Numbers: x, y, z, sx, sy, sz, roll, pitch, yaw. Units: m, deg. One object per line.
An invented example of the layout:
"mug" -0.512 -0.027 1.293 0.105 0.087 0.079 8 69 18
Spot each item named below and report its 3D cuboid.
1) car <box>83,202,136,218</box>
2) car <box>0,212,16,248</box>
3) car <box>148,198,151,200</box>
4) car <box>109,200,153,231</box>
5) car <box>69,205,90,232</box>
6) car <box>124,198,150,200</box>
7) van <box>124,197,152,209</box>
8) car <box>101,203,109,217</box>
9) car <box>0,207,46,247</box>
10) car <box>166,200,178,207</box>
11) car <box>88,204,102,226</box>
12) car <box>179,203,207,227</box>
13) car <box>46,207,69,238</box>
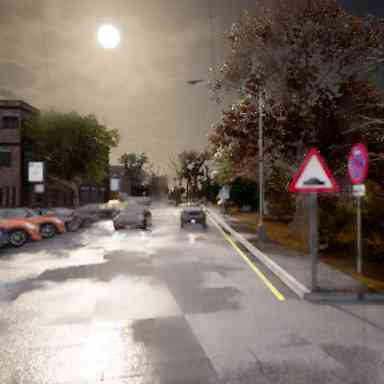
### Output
"car" -8.960 1.937 36.055 5.366 1.575 1.946 0 -1 -20
"car" -9.233 1.667 11.982 4.674 1.452 2.002 -1 0 -20
"car" -9.154 2.105 51.009 5.008 1.535 2.097 -1 -1 -20
"car" -3.970 1.633 22.987 2.097 1.767 4.553 0 -1 0
"car" -9.158 1.769 20.999 4.792 1.488 2.163 -1 -1 -20
"car" -9.306 2.095 47.941 5.366 1.575 1.946 -1 0 -20
"van" -9.292 1.883 56.958 4.442 1.987 1.878 -1 0 -20
"car" -9.148 1.902 32.991 4.892 1.521 2.231 -1 -1 -20
"car" -9.251 1.538 14.981 4.553 1.767 2.185 -1 -1 -20
"car" -3.725 2.187 64.074 1.994 1.385 4.181 0 0 3
"car" -9.174 1.820 23.990 4.674 1.452 2.002 0 -1 -20
"car" 0.091 1.813 25.204 1.837 1.490 4.892 0 -1 0
"car" -9.234 1.576 17.982 4.553 1.767 2.185 -1 -1 -20
